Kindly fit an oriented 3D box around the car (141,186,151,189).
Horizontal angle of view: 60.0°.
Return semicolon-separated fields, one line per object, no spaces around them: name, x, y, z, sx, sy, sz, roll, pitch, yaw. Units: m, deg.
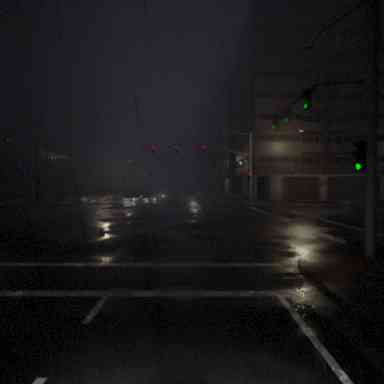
car;-10.216;-0.379;73.105;2.150;2.045;5.566;0;1;0

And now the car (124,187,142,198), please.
car;-10.327;0.276;56.976;1.812;1.442;4.674;0;1;1

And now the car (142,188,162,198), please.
car;-6.828;0.357;56.680;1.895;1.301;4.718;0;1;1

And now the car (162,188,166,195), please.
car;-6.717;-0.075;72.898;2.128;1.511;4.902;0;1;0
